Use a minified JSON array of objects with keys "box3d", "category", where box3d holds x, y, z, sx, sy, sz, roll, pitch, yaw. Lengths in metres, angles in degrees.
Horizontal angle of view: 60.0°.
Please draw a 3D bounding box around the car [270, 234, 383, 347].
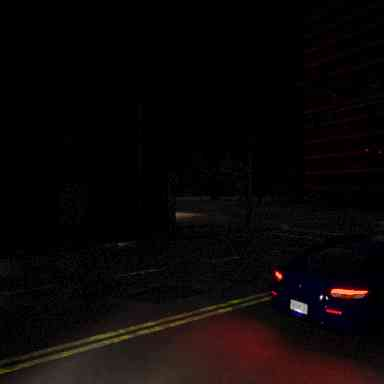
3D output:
[{"box3d":[3.453,1.526,6.234,4.674,1.442,1.812,0,0,-35],"category":"car"}]
